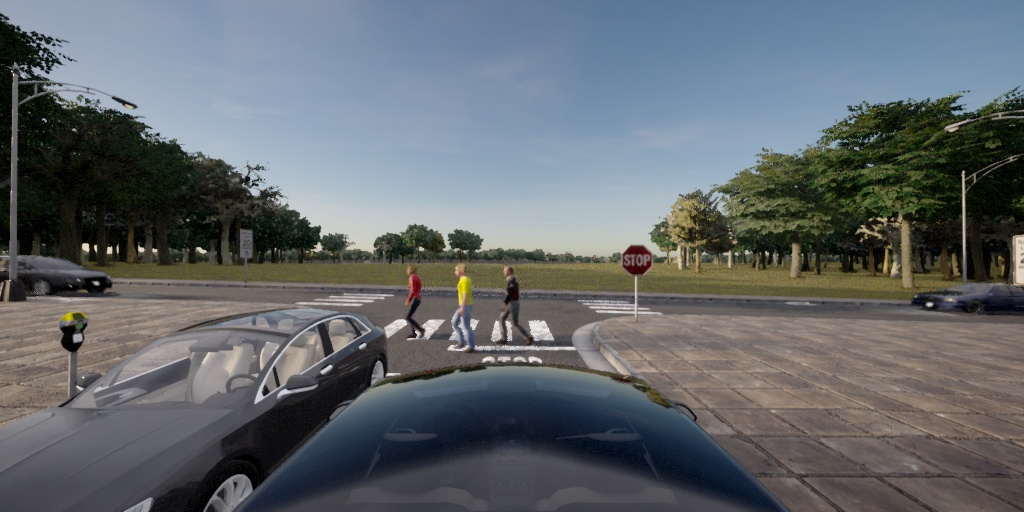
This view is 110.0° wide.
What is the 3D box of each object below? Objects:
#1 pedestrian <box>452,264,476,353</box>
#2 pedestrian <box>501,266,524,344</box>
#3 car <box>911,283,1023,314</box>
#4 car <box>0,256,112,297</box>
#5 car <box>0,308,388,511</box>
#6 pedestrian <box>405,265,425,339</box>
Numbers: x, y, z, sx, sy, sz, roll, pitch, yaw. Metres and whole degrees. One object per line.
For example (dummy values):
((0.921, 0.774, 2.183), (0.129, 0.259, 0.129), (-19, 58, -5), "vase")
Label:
((-0.971, 1.045, 7.355), (0.375, 1.860, 0.375), (1, -1, 0), "pedestrian")
((0.006, 1.045, 7.955), (0.375, 1.860, 0.375), (1, -1, 0), "pedestrian")
((22.484, 1.991, 17.018), (5.357, 1.411, 2.033), (2, -1, 0), "car")
((-18.742, 0.761, 14.080), (4.892, 1.490, 1.837), (2, -1, 0), "car")
((-2.638, 1.301, 3.614), (2.007, 1.370, 4.403), (0, 0, 0), "car")
((-2.317, 1.038, 8.555), (0.375, 1.860, 0.375), (1, -1, 0), "pedestrian")
